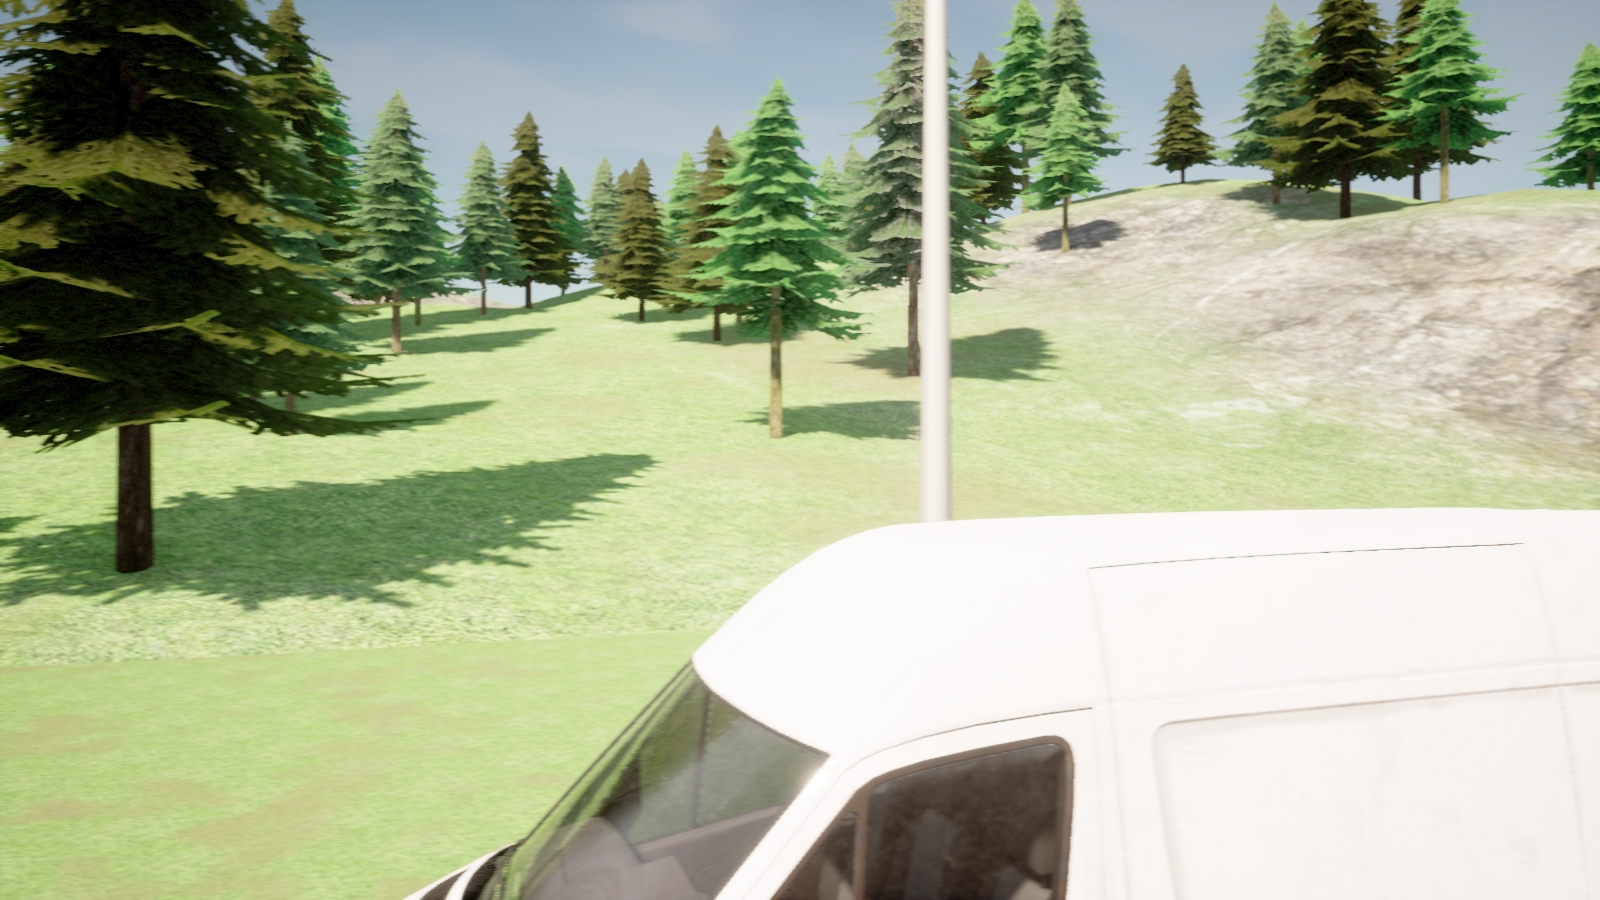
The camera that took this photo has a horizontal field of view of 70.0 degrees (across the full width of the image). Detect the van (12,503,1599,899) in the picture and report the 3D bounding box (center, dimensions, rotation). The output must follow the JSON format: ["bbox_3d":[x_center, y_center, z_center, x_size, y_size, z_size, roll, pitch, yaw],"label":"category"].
[{"bbox_3d":[1.090,1.532,3.911,5.915,2.561,1.988,0,-1,-17],"label":"van"}]
